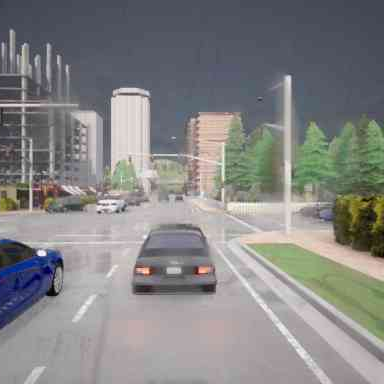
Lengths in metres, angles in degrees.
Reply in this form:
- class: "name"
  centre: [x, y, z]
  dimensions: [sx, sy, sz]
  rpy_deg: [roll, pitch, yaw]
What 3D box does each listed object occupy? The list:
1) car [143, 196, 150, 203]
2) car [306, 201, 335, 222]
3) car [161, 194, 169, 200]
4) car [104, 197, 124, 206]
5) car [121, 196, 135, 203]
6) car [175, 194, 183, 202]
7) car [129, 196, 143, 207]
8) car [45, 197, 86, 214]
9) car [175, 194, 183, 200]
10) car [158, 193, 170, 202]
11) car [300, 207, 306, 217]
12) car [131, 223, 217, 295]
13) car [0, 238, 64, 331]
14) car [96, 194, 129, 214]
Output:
- class: "car"
  centre: [-9.629, 1.562, 67.384]
  dimensions: [1.994, 1.385, 4.181]
  rpy_deg: [0, 0, -2]
- class: "car"
  centre: [11.568, 1.547, 24.428]
  dimensions: [5.357, 1.411, 2.033]
  rpy_deg: [0, 0, -2]
- class: "car"
  centre: [-6.774, 1.351, 84.775]
  dimensions: [1.812, 1.442, 4.674]
  rpy_deg: [0, 0, -2]
- class: "car"
  centre: [-12.720, 1.548, 54.453]
  dimensions: [2.033, 1.411, 5.357]
  rpy_deg: [0, 0, -1]
- class: "car"
  centre: [-13.160, 1.547, 68.382]
  dimensions: [2.033, 1.411, 5.357]
  rpy_deg: [0, 0, -2]
- class: "car"
  centre: [-2.929, 1.493, 75.694]
  dimensions: [1.837, 1.490, 4.892]
  rpy_deg: [0, 0, -2]
- class: "car"
  centre: [-9.094, 1.564, 50.970]
  dimensions: [1.994, 1.385, 4.181]
  rpy_deg: [0, 0, -2]
- class: "car"
  centre: [-13.491, 1.351, 35.724]
  dimensions: [2.097, 1.767, 4.553]
  rpy_deg: [0, 0, 18]
- class: "car"
  centre: [-3.277, 1.327, 84.907]
  dimensions: [1.837, 1.490, 4.892]
  rpy_deg: [0, 0, -2]
- class: "car"
  centre: [-6.414, 1.218, 75.241]
  dimensions: [2.150, 2.045, 5.566]
  rpy_deg: [0, 0, -2]
- class: "car"
  centre: [11.742, 1.478, 28.231]
  dimensions: [5.008, 1.535, 1.882]
  rpy_deg: [0, 0, -1]
- class: "car"
  centre: [-0.421, 1.547, 8.858]
  dimensions: [2.033, 1.411, 5.357]
  rpy_deg: [0, 0, -2]
- class: "car"
  centre: [-3.731, 1.478, 5.559]
  dimensions: [1.882, 1.535, 5.008]
  rpy_deg: [0, 0, -3]
- class: "car"
  centre: [-8.547, 1.222, 35.393]
  dimensions: [2.150, 2.045, 5.566]
  rpy_deg: [0, 0, -2]
